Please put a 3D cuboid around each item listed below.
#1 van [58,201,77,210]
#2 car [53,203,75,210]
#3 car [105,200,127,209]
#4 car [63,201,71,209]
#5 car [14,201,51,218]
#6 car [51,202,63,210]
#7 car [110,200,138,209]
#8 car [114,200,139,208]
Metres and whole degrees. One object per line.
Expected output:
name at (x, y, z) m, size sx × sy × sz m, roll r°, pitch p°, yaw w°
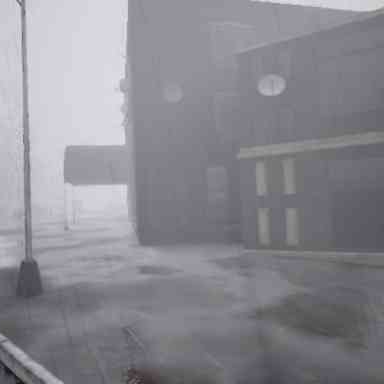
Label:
van at (-32.365, 3.396, 86.308) m, size 4.442 × 1.987 × 1.878 m, roll -3°, pitch -1°, yaw -24°
car at (-32.093, 3.579, 83.404) m, size 4.792 × 1.488 × 2.163 m, roll -3°, pitch -1°, yaw -24°
car at (-12.669, 2.216, 58.181) m, size 4.892 × 1.521 × 2.231 m, roll -1°, pitch -2°, yaw -24°
car at (-31.865, 3.354, 80.494) m, size 4.553 × 1.767 × 2.185 m, roll -3°, pitch -1°, yaw -24°
car at (-18.721, 2.158, 38.694) m, size 2.033 × 1.411 × 5.357 m, roll -2°, pitch 0°, yaw -4°
car at (-31.327, 3.028, 71.686) m, size 5.566 × 2.045 × 2.435 m, roll -3°, pitch -1°, yaw -24°
car at (-13.023, 2.348, 64.032) m, size 4.892 × 1.521 × 2.231 m, roll -1°, pitch -1°, yaw -24°
car at (-13.208, 2.454, 66.958) m, size 4.674 × 1.452 × 2.002 m, roll -1°, pitch -1°, yaw -24°
